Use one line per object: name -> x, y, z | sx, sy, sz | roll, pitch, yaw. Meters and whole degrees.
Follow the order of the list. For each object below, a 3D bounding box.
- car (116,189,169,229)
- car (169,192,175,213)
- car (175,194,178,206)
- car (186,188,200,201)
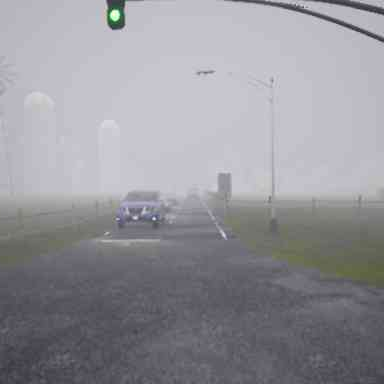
car -> -2.796, 0.870, 19.315 | 2.150, 2.045, 5.566 | -1, 1, 1
car -> -2.747, 0.995, 29.286 | 1.812, 1.442, 4.674 | -1, 1, 0
car -> -2.708, 0.765, 39.480 | 1.882, 1.535, 5.008 | -1, 1, 0
car -> 0.166, 0.579, 49.200 | 1.837, 1.490, 4.892 | -1, 1, 0
